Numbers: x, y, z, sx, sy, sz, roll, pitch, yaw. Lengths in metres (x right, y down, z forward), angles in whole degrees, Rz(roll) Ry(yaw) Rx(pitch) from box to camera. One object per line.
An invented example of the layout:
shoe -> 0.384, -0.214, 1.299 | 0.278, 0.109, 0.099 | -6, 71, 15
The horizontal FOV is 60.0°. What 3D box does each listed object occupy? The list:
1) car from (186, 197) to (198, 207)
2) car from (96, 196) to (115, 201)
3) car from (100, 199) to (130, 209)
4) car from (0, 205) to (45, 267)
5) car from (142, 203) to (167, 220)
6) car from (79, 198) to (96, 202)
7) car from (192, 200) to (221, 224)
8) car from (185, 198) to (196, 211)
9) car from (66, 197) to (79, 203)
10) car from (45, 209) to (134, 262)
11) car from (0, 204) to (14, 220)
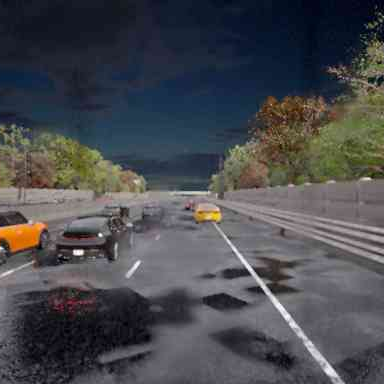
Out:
car -> -0.054, 1.835, 61.854 | 2.097, 1.767, 4.553 | 0, 0, 0
car -> -17.561, 1.773, 69.321 | 2.150, 2.045, 5.566 | 0, -1, 0
car -> -6.927, 1.718, 30.674 | 2.128, 1.511, 4.902 | 0, 0, 0
car -> -6.910, 1.432, 11.889 | 2.097, 1.767, 4.553 | 0, 0, 0
car -> -3.426, 1.718, 30.684 | 2.128, 1.511, 4.902 | 0, 0, 0
car -> -21.060, 2.019, 68.512 | 1.882, 1.535, 5.008 | 0, -1, 0
car -> 1.202, 1.670, 26.437 | 1.882, 1.535, 5.008 | 0, 0, 0
car -> -0.025, 1.962, 47.171 | 1.895, 1.301, 4.718 | 0, 0, 0
car -> -24.561, 1.904, 69.373 | 2.097, 1.767, 4.553 | 0, -1, 0
car -> -3.410, 1.589, 12.403 | 1.837, 1.490, 4.892 | 0, 0, 0
car -> -17.621, 1.777, 29.003 | 1.994, 1.385, 4.181 | 0, 0, 0
